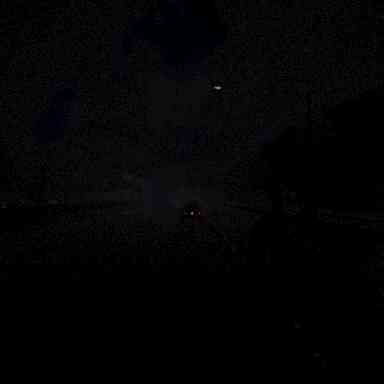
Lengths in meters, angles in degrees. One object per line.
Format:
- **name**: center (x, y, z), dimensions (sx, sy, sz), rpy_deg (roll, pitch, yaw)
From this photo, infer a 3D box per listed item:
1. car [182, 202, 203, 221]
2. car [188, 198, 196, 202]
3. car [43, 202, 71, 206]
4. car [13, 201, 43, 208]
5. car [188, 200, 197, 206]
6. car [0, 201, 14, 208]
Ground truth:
- **car**: center (0.011, 1.900, 30.688), dimensions (2.033, 1.411, 5.357), rpy_deg (0, -1, 0)
- **car**: center (0.021, 2.340, 58.725), dimensions (1.837, 1.490, 4.892), rpy_deg (0, -1, 0)
- **car**: center (-17.534, 2.097, 44.843), dimensions (2.128, 1.511, 4.902), rpy_deg (0, -1, 1)
- **car**: center (-21.037, 2.145, 44.391), dimensions (2.033, 1.411, 5.357), rpy_deg (0, -1, 1)
- **car**: center (0.030, 2.647, 80.814), dimensions (2.128, 1.511, 4.902), rpy_deg (0, -1, 0)
- **car**: center (-24.540, 1.951, 44.458), dimensions (2.097, 1.767, 4.553), rpy_deg (0, -1, 1)
